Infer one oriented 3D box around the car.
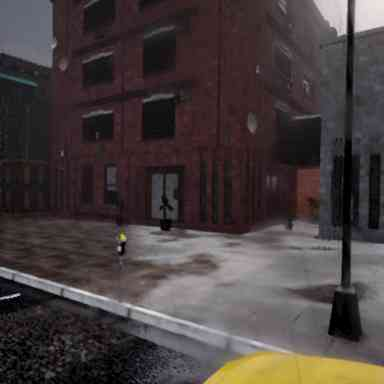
[{"bbox_3d":[1.979,1.534,1.461,4.829,1.417,1.752,1,1,35],"label":"car"}]
